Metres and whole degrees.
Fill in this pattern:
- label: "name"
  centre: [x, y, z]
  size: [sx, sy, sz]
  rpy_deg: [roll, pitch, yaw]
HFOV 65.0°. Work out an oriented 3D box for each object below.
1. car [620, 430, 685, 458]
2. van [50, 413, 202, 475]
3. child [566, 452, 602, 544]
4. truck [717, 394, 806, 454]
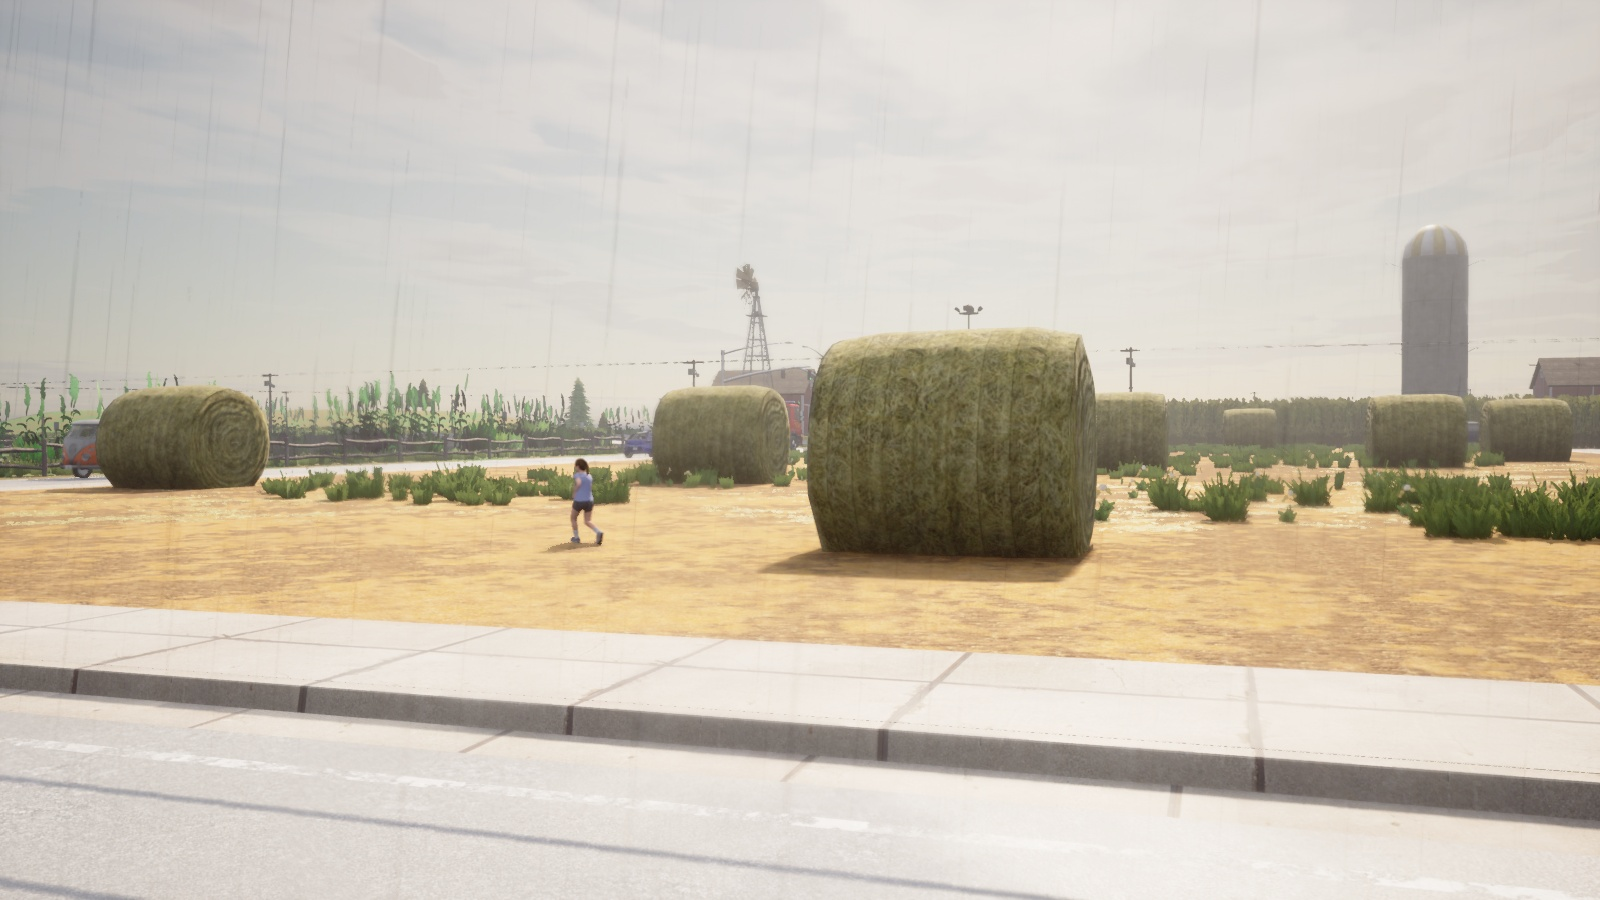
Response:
- label: "car"
  centre: [-8.255, -0.357, 70.617]
  size: [1.816, 1.474, 4.193]
  rpy_deg: [1, 1, 21]
- label: "van"
  centre: [-22.884, -0.227, 42.831]
  size: [1.775, 1.987, 4.442]
  rpy_deg: [1, 1, 21]
- label: "child"
  centre: [-2.654, 0.578, 15.436]
  size: [0.394, 1.110, 0.255]
  rpy_deg: [1, 1, 44]
- label: "truck"
  centre: [-2.522, -1.747, 85.215]
  size: [2.891, 3.827, 8.468]
  rpy_deg: [1, 1, 22]
